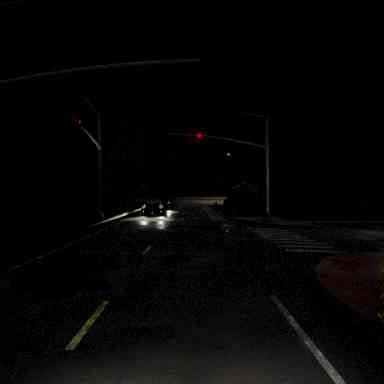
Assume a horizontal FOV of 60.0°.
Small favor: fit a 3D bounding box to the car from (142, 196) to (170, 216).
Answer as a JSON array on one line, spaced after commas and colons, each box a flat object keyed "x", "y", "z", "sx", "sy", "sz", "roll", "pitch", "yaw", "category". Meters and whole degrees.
[{"x": -3.626, "y": 1.352, "z": 32.633, "sx": 2.097, "sy": 1.767, "sz": 4.553, "roll": 0, "pitch": 0, "yaw": 0, "category": "car"}]

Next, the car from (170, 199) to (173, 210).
[{"x": -3.610, "y": 1.352, "z": 42.396, "sx": 2.097, "sy": 1.767, "sz": 4.553, "roll": 0, "pitch": 0, "yaw": 0, "category": "car"}]
